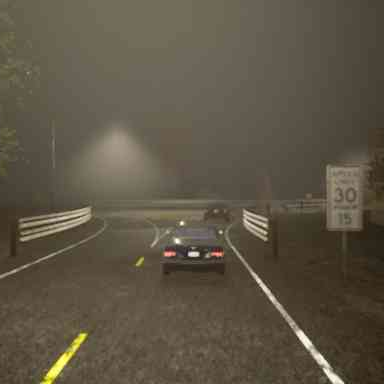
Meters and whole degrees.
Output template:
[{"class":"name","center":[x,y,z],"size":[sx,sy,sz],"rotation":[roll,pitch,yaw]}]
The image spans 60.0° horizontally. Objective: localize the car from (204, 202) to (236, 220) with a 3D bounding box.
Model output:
[{"class":"car","center":[2.497,1.623,29.028],"size":[2.097,1.767,4.553],"rotation":[0,0,16]}]

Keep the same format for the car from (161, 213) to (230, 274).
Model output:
[{"class":"car","center":[0.075,1.650,10.948],"size":[2.033,1.411,5.357],"rotation":[0,0,1]}]
